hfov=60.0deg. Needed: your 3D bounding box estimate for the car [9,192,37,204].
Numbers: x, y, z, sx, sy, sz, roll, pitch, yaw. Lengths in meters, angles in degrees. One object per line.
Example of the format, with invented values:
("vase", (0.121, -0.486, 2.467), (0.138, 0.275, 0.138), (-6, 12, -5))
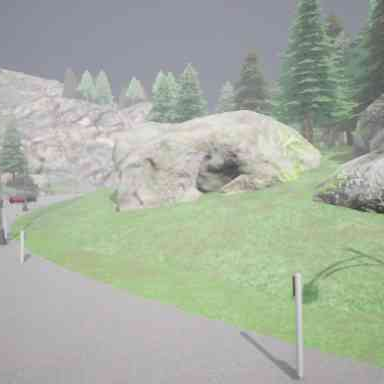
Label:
("car", (-22.135, 0.739, 43.702), (1.994, 1.385, 4.181), (0, 2, 0))
